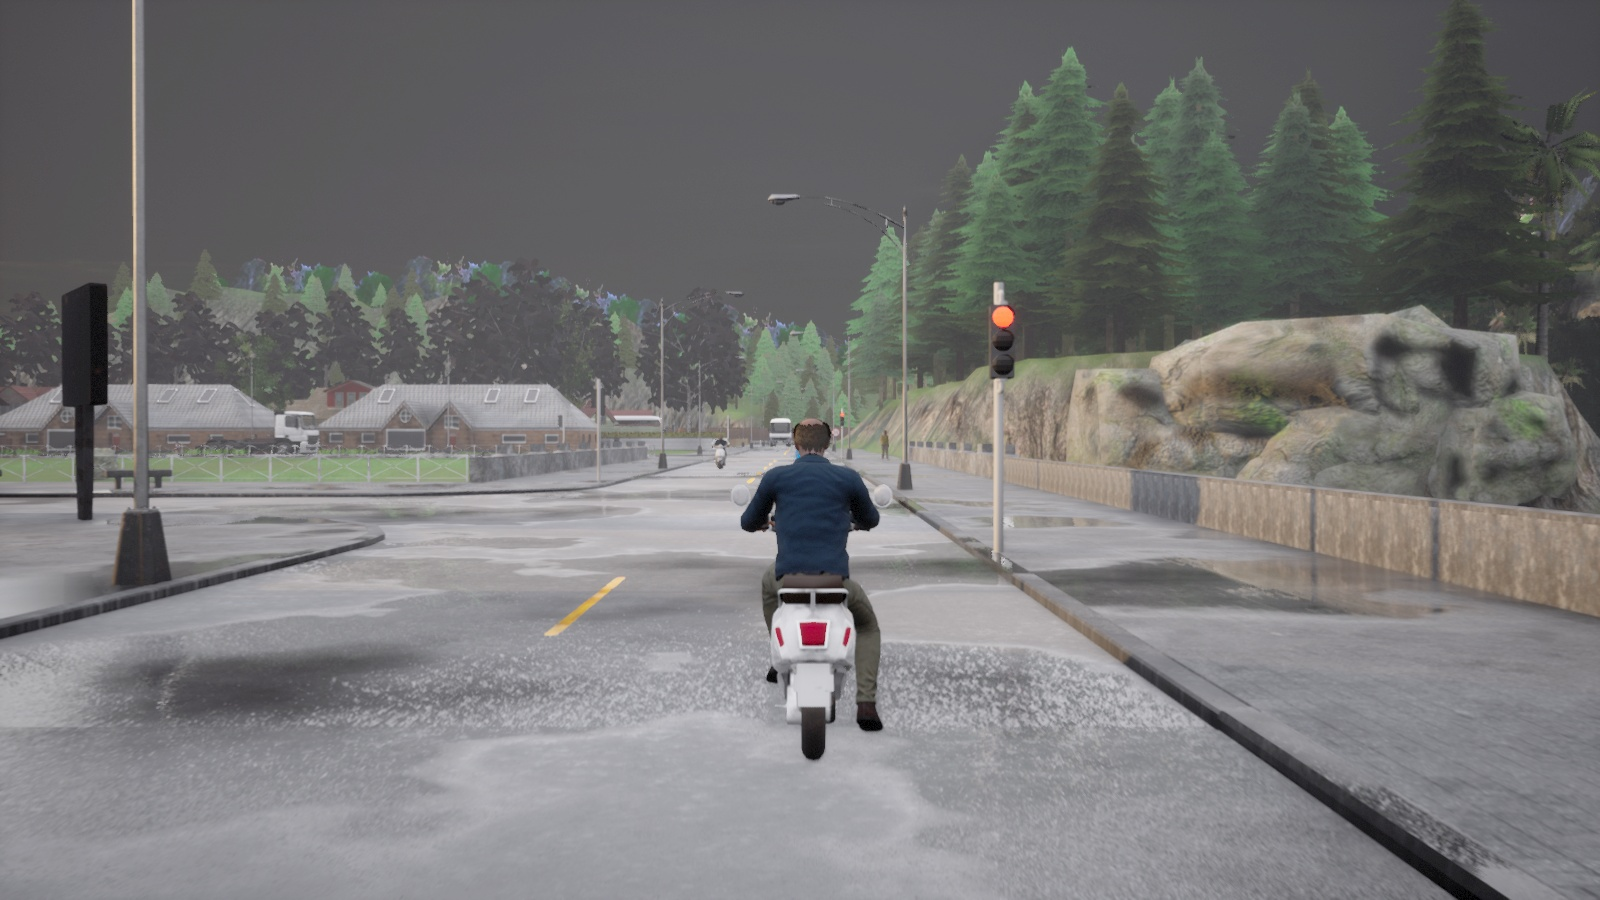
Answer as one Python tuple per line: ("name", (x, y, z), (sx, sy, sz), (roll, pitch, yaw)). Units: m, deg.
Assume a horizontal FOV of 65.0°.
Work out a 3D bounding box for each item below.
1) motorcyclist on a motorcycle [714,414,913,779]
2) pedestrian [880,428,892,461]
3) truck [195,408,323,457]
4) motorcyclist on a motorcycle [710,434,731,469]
("motorcyclist on a motorcycle", (0.061, 0.630, 6.373), (0.866, 1.590, 1.817), (0, 1, 0))
("pedestrian", (4.921, -0.315, 72.091), (0.370, 1.835, 0.726), (0, 1, -24))
("truck", (-39.031, -1.242, 90.770), (7.936, 3.462, 2.891), (0, 1, 0))
("motorcyclist on a motorcycle", (-3.658, 0.075, 57.829), (0.866, 1.590, 1.817), (0, 1, 0))
